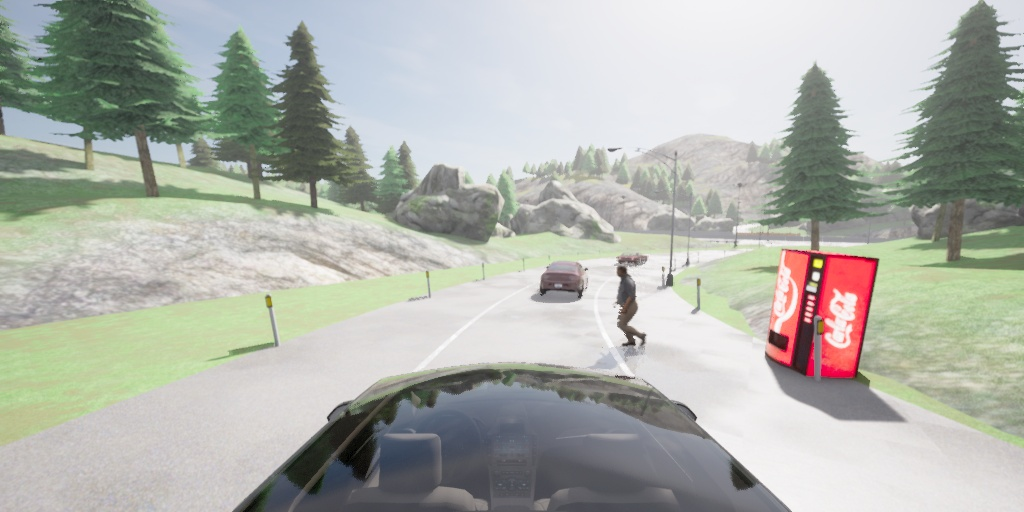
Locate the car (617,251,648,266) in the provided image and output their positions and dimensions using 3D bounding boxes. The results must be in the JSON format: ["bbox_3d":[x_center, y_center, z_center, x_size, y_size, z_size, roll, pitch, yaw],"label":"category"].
[{"bbox_3d":[12.275,0.198,36.209,1.895,1.301,4.718,4,5,35],"label":"car"}]

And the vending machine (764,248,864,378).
[{"bbox_3d":[5.229,0.908,6.377,1.100,2.100,0.880,0,0,6],"label":"vending machine"}]

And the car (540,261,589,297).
[{"bbox_3d":[2.488,0.947,16.536,1.812,1.442,4.674,2,2,15],"label":"car"}]

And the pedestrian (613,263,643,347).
[{"bbox_3d":[2.364,0.968,7.354,0.375,1.860,0.375,-4,6,7],"label":"pedestrian"}]
